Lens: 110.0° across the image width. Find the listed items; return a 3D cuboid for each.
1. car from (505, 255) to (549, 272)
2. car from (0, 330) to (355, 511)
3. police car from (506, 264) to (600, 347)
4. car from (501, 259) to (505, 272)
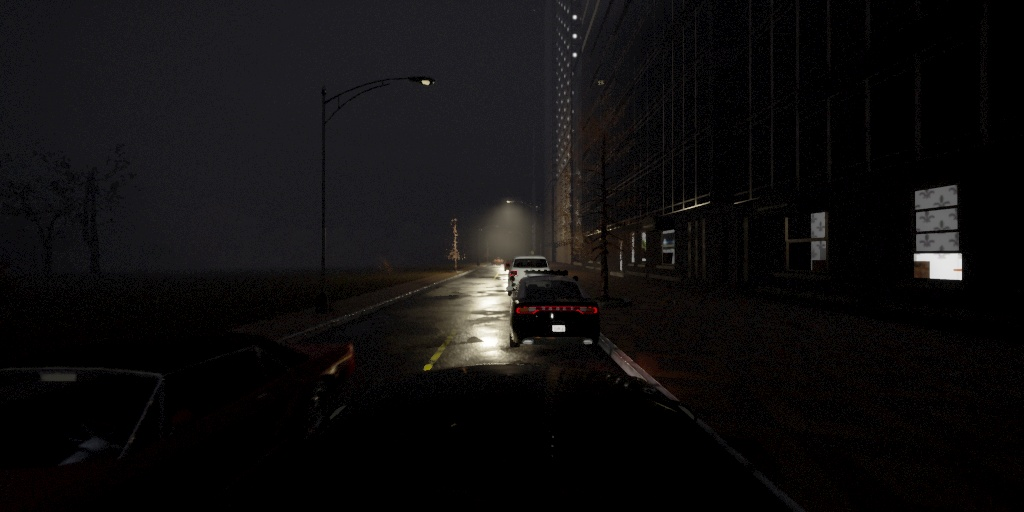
[{"bbox_3d":[0.870,0.975,19.340,2.150,2.045,5.566,0,0,0],"label":"car"},{"bbox_3d":[-3.000,1.351,2.504,1.895,1.301,4.718,0,0,0],"label":"car"},{"bbox_3d":[0.886,1.175,9.418,1.930,1.638,5.238,0,0,0],"label":"police car"},{"bbox_3d":[-0.053,1.226,47.535,1.882,1.535,5.008,0,0,0],"label":"car"}]
